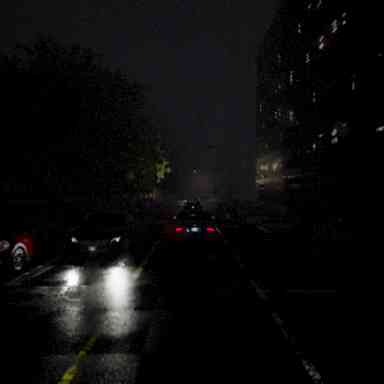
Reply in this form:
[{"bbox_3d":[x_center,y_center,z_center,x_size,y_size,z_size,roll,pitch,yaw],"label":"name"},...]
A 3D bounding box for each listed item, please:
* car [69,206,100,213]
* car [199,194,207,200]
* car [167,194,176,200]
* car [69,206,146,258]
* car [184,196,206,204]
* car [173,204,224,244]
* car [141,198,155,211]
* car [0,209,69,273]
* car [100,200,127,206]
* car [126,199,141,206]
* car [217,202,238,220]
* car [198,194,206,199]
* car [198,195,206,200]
[{"bbox_3d":[-5.682,1.535,15.920,1.802,1.307,4.206,0,0,0],"label":"car"},{"bbox_3d":[2.718,1.370,81.529,1.947,1.339,4.313,0,0,0],"label":"car"},{"bbox_3d":[-5.661,1.377,87.164,1.802,1.307,4.206,0,0,0],"label":"car"},{"bbox_3d":[-3.096,1.488,12.662,1.812,1.442,4.674,0,0,0],"label":"car"},{"bbox_3d":[0.112,1.467,34.824,1.994,1.385,4.181,0,0,0],"label":"car"},{"bbox_3d":[0.106,1.502,15.423,2.033,1.411,5.357,0,0,0],"label":"car"},{"bbox_3d":[-5.753,1.445,38.073,2.008,1.369,4.403,0,0,0],"label":"car"},{"bbox_3d":[-5.683,1.409,10.381,1.967,1.590,4.097,0,0,0],"label":"car"},{"bbox_3d":[-5.681,1.464,21.288,1.752,1.417,4.829,0,0,0],"label":"car"},{"bbox_3d":[-5.679,1.364,26.997,1.967,1.590,4.097,0,0,0],"label":"car"},{"bbox_3d":[2.701,1.474,26.997,2.008,1.369,4.403,0,0,0],"label":"car"},{"bbox_3d":[2.721,1.352,92.794,1.947,1.339,4.313,0,0,0],"label":"car"},{"bbox_3d":[2.720,1.361,87.161,1.947,1.339,4.313,0,0,0],"label":"car"}]
